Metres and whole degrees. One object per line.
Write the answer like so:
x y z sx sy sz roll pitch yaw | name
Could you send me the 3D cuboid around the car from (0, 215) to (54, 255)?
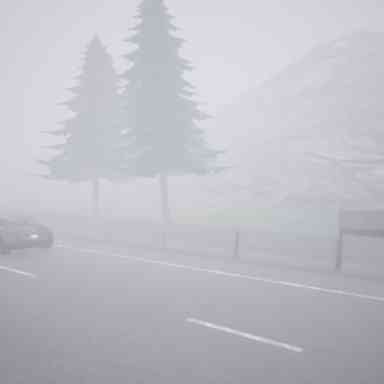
-7.666 1.662 13.938 4.181 1.385 1.994 0 -1 36 | car
